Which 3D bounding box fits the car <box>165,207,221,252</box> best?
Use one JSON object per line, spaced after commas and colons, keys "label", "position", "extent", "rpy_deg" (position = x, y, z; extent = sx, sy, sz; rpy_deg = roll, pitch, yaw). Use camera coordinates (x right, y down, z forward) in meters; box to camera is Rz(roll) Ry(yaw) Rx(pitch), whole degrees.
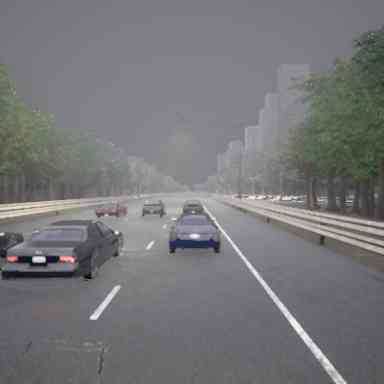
{"label": "car", "position": [0.101, 1.553, 13.971], "extent": [1.994, 1.385, 4.181], "rpy_deg": [0, 0, 0]}

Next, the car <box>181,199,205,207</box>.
{"label": "car", "position": [0.103, 1.447, 30.570], "extent": [1.837, 1.490, 4.892], "rpy_deg": [0, 0, 0]}

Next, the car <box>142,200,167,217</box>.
{"label": "car", "position": [-3.399, 1.433, 30.471], "extent": [2.128, 1.511, 4.902], "rpy_deg": [0, 0, 0]}

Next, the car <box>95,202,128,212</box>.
{"label": "car", "position": [-6.896, 1.548, 29.033], "extent": [1.895, 1.301, 4.718], "rpy_deg": [0, 0, 0]}

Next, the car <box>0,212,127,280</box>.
{"label": "car", "position": [-3.401, 1.541, 9.881], "extent": [2.033, 1.411, 5.357], "rpy_deg": [0, 0, 0]}

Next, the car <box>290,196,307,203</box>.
{"label": "car", "position": [22.827, 1.543, 69.649], "extent": [2.128, 1.511, 4.902], "rpy_deg": [0, 1, -40]}
